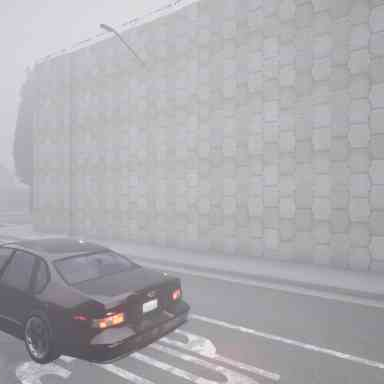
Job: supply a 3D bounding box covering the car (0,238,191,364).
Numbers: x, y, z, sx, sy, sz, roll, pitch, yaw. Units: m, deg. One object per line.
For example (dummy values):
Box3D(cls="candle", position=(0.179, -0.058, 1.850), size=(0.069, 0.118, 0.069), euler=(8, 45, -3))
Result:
Box3D(cls="car", position=(-2.602, 1.547, 5.834), size=(5.357, 1.411, 2.033), euler=(0, 0, 35))
